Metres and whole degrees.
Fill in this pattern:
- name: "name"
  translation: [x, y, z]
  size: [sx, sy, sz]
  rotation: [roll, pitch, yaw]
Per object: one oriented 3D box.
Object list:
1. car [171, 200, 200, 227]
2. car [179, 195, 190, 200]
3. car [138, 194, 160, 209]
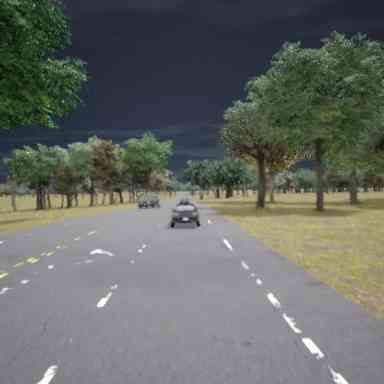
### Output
- name: "car"
  translation: [-0.456, 1.500, 22.756]
  size: [1.812, 1.442, 4.674]
  rotation: [-1, 0, -1]
- name: "car"
  translation: [-1.273, 1.586, 59.538]
  size: [2.033, 1.411, 5.357]
  rotation: [-1, 0, -1]
- name: "car"
  translation: [-6.025, 1.325, 47.280]
  size: [2.150, 2.045, 5.566]
  rotation: [-1, 0, 6]
